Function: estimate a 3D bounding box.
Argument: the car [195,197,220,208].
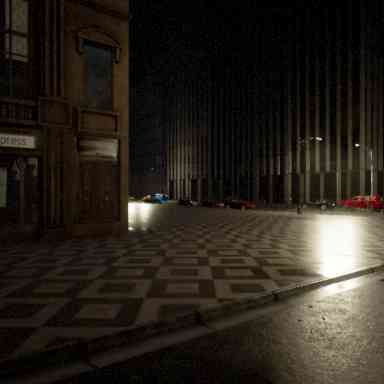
[{"bbox_3d":[2.830,1.617,47.187,1.802,1.307,4.206,0,0,-36],"label":"car"}]

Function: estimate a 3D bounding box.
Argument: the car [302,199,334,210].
[{"bbox_3d":[16.391,1.614,43.115,1.947,1.339,4.313,0,0,-36],"label":"car"}]

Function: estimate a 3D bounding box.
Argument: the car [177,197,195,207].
[{"bbox_3d":[-0.505,1.472,51.734,1.967,1.590,4.097,0,0,-36],"label":"car"}]

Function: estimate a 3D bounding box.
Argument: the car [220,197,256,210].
[{"bbox_3d":[6.166,1.583,42.640,1.887,1.381,4.507,0,0,-36],"label":"car"}]

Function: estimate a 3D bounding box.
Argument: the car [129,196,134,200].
[{"bbox_3d":[-17.083,1.498,88.760,1.752,1.417,4.829,1,0,-35],"label":"car"}]

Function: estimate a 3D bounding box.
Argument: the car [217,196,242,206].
[{"bbox_3d":[6.384,1.479,56.757,1.967,1.590,4.097,0,0,-36],"label":"car"}]

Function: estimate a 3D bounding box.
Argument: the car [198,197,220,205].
[{"bbox_3d":[3.047,1.617,61.306,1.802,1.307,4.206,0,0,-36],"label":"car"}]

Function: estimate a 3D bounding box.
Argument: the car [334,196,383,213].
[{"bbox_3d":[19.728,1.367,38.567,2.192,1.841,5.009,0,0,-36],"label":"car"}]

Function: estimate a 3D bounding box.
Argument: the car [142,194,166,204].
[{"bbox_3d":[-7.176,1.574,60.828,2.008,1.369,4.403,0,0,-36],"label":"car"}]

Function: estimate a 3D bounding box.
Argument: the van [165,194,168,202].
[{"bbox_3d":[-6.959,1.356,74.948,1.690,1.788,3.998,0,0,-36],"label":"van"}]

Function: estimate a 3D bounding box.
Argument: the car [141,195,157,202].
[{"bbox_3d":[-10.397,1.528,79.635,1.752,1.417,4.829,0,0,-36],"label":"car"}]
